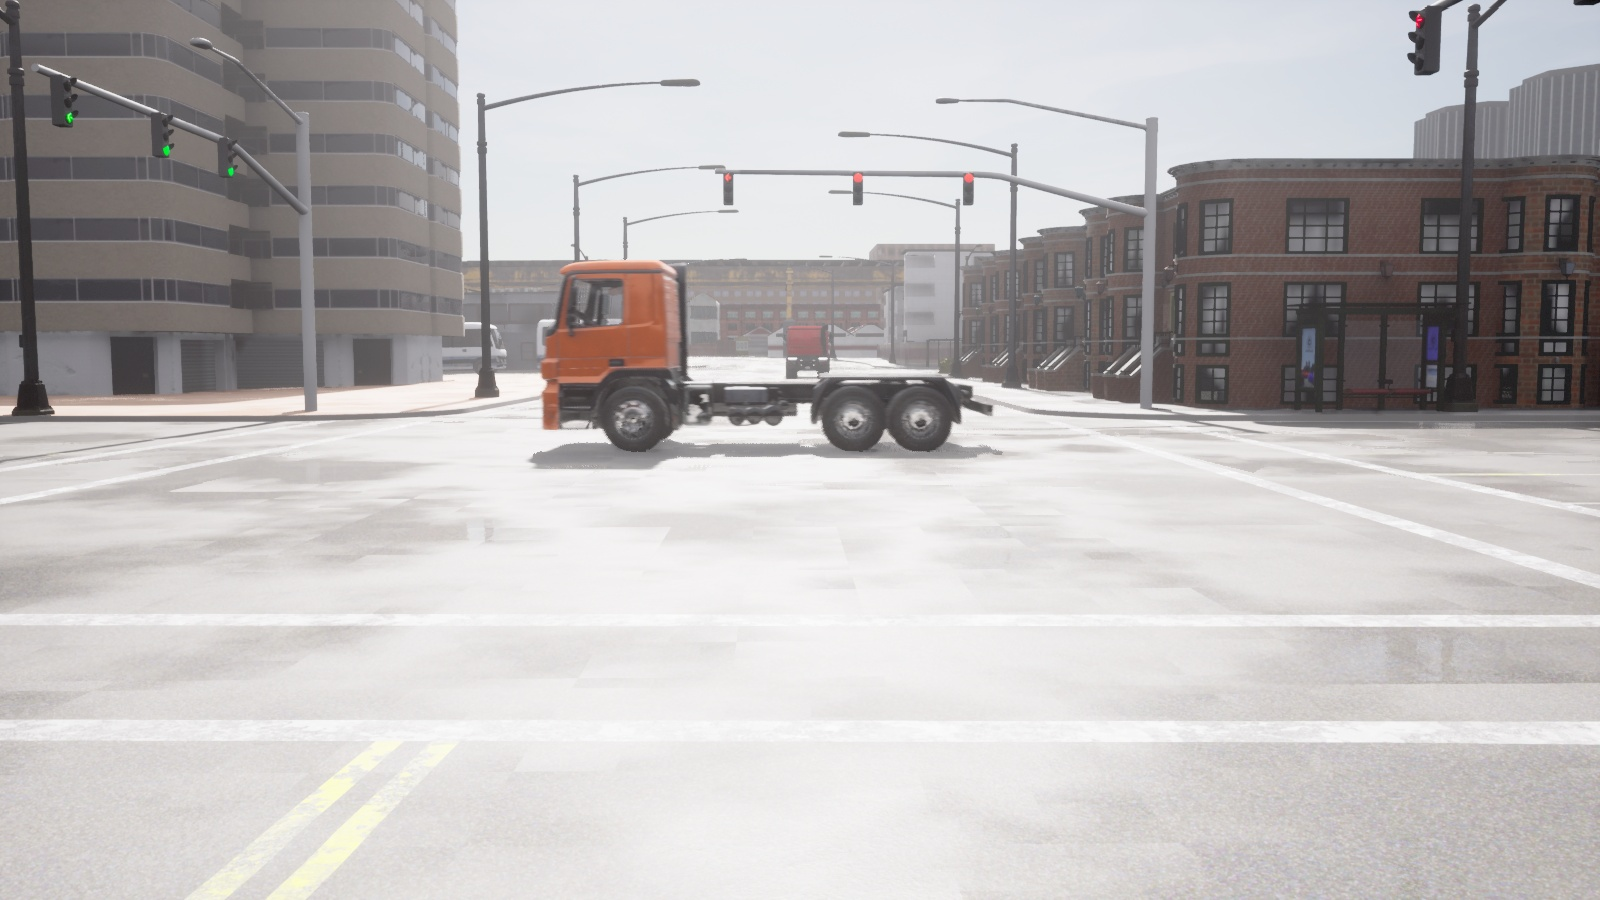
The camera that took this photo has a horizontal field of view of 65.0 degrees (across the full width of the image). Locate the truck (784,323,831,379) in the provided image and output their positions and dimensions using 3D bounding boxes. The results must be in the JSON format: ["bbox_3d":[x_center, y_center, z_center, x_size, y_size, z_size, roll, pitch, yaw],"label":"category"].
[{"bbox_3d":[0.507,-6.411,81.221,2.891,3.462,7.936,0,5,0],"label":"truck"}]

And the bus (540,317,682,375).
[{"bbox_3d":[-14.430,-7.976,96.739,10.273,4.253,3.944,-1,4,-1],"label":"bus"}]

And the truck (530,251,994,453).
[{"bbox_3d":[-0.645,-1.787,23.084,7.936,3.462,2.891,0,5,1],"label":"truck"}]
